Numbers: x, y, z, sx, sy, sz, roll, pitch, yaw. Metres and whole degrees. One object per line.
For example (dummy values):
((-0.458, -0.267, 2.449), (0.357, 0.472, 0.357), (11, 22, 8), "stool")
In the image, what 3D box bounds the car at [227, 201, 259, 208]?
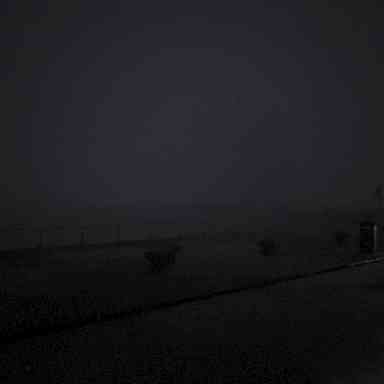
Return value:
((7.154, 2.008, 47.328), (2.033, 1.411, 5.357), (1, -1, -35), "car")
